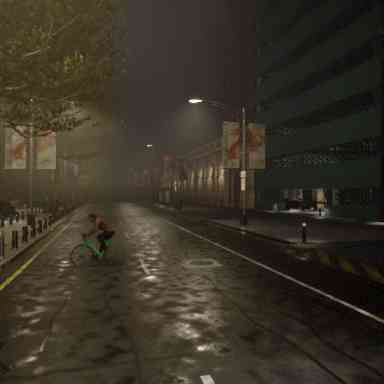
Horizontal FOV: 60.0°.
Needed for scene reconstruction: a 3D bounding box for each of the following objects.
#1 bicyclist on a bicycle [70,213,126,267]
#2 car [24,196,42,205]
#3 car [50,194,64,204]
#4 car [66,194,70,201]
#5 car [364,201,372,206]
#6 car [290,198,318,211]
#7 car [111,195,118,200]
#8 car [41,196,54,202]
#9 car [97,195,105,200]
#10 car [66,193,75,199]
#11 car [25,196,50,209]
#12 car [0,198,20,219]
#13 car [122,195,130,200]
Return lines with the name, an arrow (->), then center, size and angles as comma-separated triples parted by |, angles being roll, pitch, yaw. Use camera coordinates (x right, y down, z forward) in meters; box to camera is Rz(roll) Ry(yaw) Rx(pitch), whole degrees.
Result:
bicyclist on a bicycle -> -2.817, 1.453, 10.038 | 1.656, 1.620, 0.582 | 0, 0, -15
car -> -28.452, 1.547, 59.702 | 2.033, 1.411, 5.357 | 0, 0, -14
car -> -24.903, 1.352, 59.902 | 2.097, 1.767, 4.553 | 0, 0, -14
car -> -28.869, 1.500, 74.902 | 1.837, 1.490, 4.892 | 0, 0, -15
car -> 23.954, 1.463, 41.554 | 1.895, 1.301, 4.718 | 0, 0, -15
car -> 12.642, 1.413, 38.946 | 2.161, 1.482, 4.786 | 0, 0, -15
car -> -21.609, 1.478, 92.274 | 1.882, 1.535, 5.008 | 0, 0, -15
car -> -32.478, 1.540, 74.849 | 2.033, 1.411, 5.357 | 0, 0, -15
car -> -25.203, 1.500, 92.165 | 1.837, 1.490, 4.892 | 0, 0, -15
car -> -32.814, 1.157, 89.659 | 1.882, 1.535, 5.008 | 0, 0, -15
car -> -20.962, 1.564, 44.950 | 1.994, 1.385, 4.181 | 0, 0, -15
car -> -16.552, 1.505, 28.436 | 1.837, 1.490, 4.892 | 0, 0, -15
car -> -18.375, 1.595, 92.758 | 1.895, 1.301, 4.718 | 0, 0, -15
